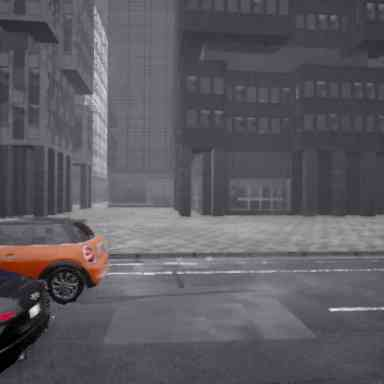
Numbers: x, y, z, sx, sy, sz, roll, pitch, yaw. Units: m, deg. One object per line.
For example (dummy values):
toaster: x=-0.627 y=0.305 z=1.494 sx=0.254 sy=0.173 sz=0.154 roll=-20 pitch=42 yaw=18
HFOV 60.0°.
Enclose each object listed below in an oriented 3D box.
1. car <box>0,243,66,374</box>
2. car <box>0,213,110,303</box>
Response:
car: x=-4.127 y=1.565 z=4.335 sx=4.181 sy=1.385 sz=1.994 roll=0 pitch=0 yaw=-5
car: x=-4.271 y=1.372 z=7.587 sx=4.553 sy=1.767 sz=2.097 roll=0 pitch=0 yaw=-5
